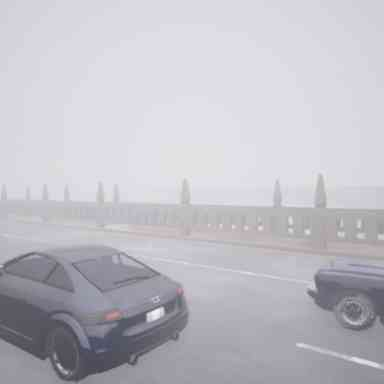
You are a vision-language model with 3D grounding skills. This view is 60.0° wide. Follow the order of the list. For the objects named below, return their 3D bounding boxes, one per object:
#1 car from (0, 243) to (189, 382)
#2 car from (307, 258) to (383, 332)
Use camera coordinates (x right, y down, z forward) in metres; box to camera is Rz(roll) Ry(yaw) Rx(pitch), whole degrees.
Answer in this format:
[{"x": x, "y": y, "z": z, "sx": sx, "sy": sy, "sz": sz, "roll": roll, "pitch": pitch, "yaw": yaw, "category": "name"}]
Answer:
[{"x": -2.106, "y": 1.559, "z": 5.494, "sx": 4.181, "sy": 1.385, "sz": 1.994, "roll": 0, "pitch": 0, "yaw": 35, "category": "car"}, {"x": 4.362, "y": 1.602, "z": 5.179, "sx": 4.718, "sy": 1.301, "sz": 1.895, "roll": 0, "pitch": 0, "yaw": 36, "category": "car"}]
